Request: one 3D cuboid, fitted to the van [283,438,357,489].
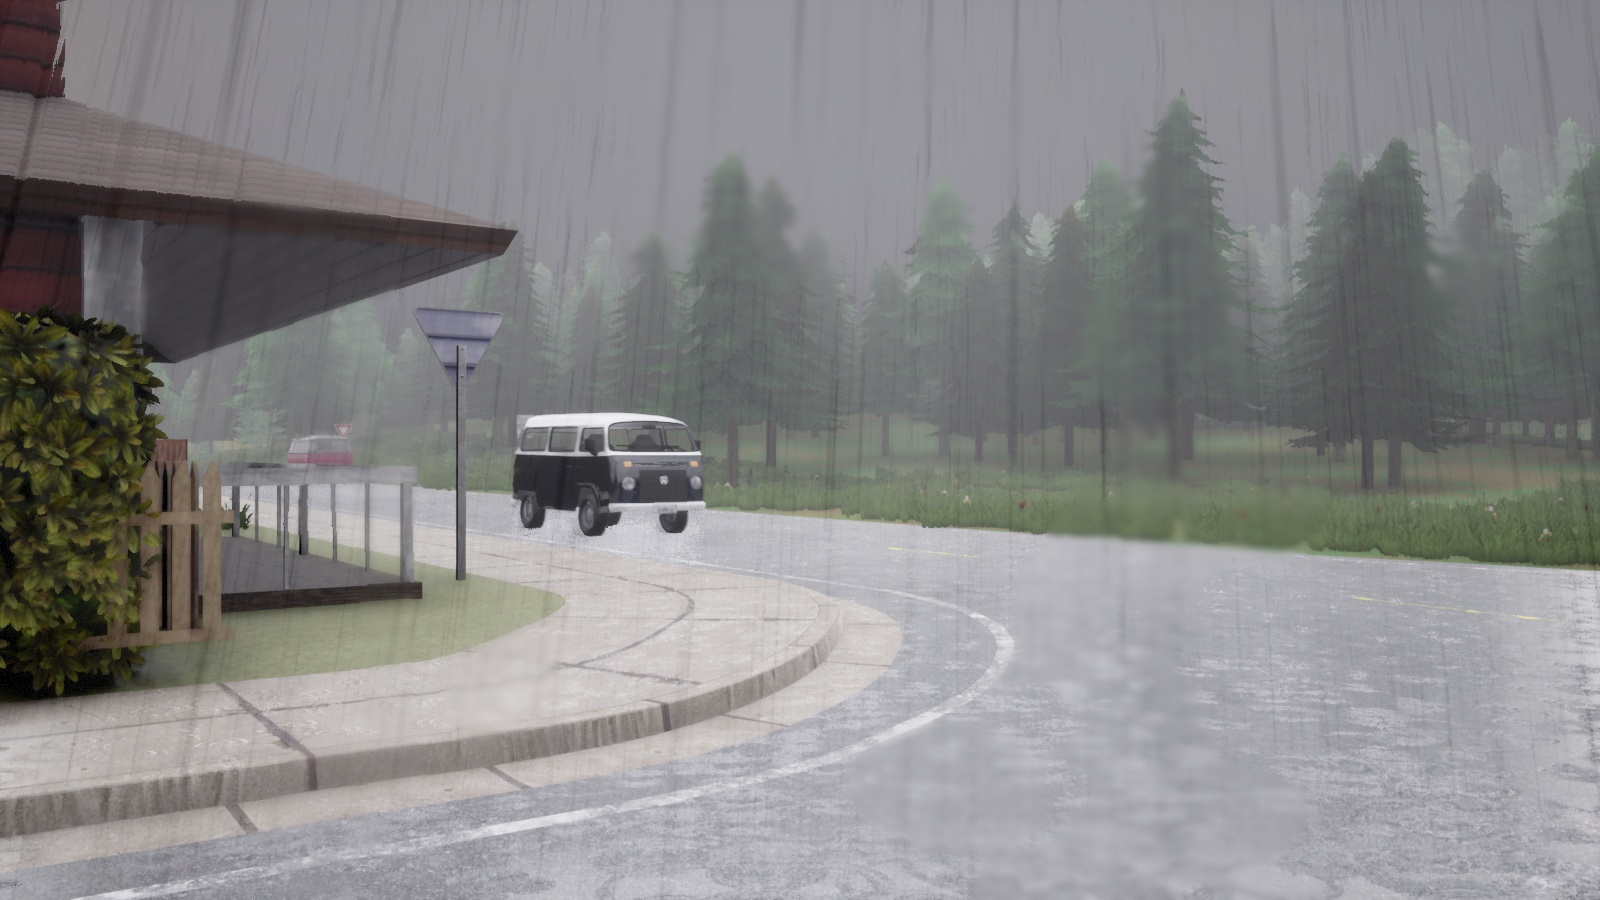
[{"bbox_3d":[-19.496,0.523,50.892,1.775,1.987,4.442,0,0,-35],"label":"van"}]

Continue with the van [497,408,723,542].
[{"bbox_3d":[-3.368,0.388,21.508,2.069,2.038,4.480,0,0,-35],"label":"van"}]
